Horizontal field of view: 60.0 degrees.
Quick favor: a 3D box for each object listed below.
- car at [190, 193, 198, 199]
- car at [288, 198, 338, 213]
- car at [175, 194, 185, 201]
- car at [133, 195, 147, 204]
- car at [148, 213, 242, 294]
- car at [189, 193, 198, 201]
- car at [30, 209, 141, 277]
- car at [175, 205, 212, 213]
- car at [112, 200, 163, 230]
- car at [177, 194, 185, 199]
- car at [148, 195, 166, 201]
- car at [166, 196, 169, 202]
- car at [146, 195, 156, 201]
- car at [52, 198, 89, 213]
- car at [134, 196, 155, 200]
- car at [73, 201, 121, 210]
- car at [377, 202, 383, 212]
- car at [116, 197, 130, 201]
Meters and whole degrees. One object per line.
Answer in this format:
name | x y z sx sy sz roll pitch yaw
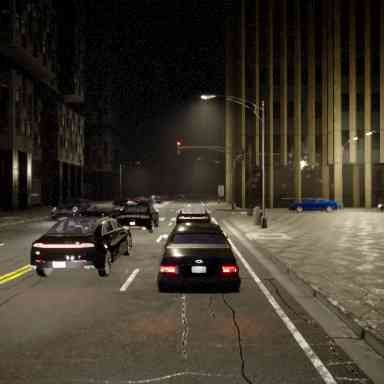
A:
car | 0.442 1.117 87.517 2.128 1.511 4.902 0 0 0
car | 12.710 1.369 35.047 5.008 1.535 1.882 0 0 1
car | -2.861 1.316 77.112 2.128 1.511 4.902 0 0 0
car | -9.511 1.387 61.178 1.812 1.442 4.674 0 0 1
car | 0.143 1.544 8.951 2.033 1.411 5.357 0 0 0
car | 0.389 1.291 77.095 1.837 1.490 4.892 0 0 0
car | -3.101 1.487 10.225 2.128 1.511 4.902 0 0 0
car | 0.092 1.475 18.695 2.128 1.511 4.902 0 0 0
car | -3.055 1.460 19.601 1.882 1.535 5.008 0 0 0
car | -2.808 1.187 87.564 1.895 1.301 4.718 0 0 0
car | -6.293 1.365 57.659 2.128 1.511 4.902 0 0 0
car | -6.137 1.412 72.501 1.895 1.301 4.718 0 0 0
car | -9.366 1.327 76.260 1.812 1.442 4.674 0 0 0
car | -9.714 1.320 27.314 2.097 1.767 4.553 0 0 0
car | -6.213 1.527 43.651 1.895 1.301 4.718 0 0 -3
car | -6.484 1.576 23.621 1.895 1.301 4.718 0 0 0
car | 22.176 1.343 35.018 4.902 1.511 2.128 0 0 0
car | -9.616 1.464 46.680 2.033 1.411 5.357 0 0 0
